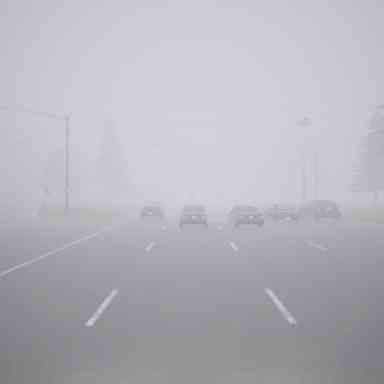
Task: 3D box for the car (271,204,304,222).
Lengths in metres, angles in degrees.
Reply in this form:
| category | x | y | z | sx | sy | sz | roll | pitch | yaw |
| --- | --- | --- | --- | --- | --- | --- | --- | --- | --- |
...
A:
| category | x | y | z | sx | sy | sz | roll | pitch | yaw |
| --- | --- | --- | --- | --- | --- | --- | --- | --- | --- |
| car | 7.102 | 1.643 | 26.774 | 1.895 | 1.301 | 4.718 | 0 | 0 | 0 |

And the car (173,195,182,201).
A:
| category | x | y | z | sx | sy | sz | roll | pitch | yaw |
| --- | --- | --- | --- | --- | --- | --- | --- | --- | --- |
| car | -3.495 | 1.500 | 81.937 | 2.033 | 1.411 | 5.357 | 0 | 0 | 0 |

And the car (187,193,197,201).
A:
| category | x | y | z | sx | sy | sz | roll | pitch | yaw |
| --- | --- | --- | --- | --- | --- | --- | --- | --- | --- |
| car | 0.005 | 1.331 | 72.381 | 2.150 | 2.045 | 5.566 | 0 | 0 | 0 |

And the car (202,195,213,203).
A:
| category | x | y | z | sx | sy | sz | roll | pitch | yaw |
| --- | --- | --- | --- | --- | --- | --- | --- | --- | --- |
| car | 3.505 | 1.632 | 72.767 | 1.812 | 1.442 | 4.674 | 0 | 0 | 0 |

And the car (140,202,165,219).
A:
| category | x | y | z | sx | sy | sz | roll | pitch | yaw |
| --- | --- | --- | --- | --- | --- | --- | --- | --- | --- |
| car | -3.398 | 1.571 | 29.298 | 1.812 | 1.442 | 4.674 | 0 | 0 | 0 |

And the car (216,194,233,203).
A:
| category | x | y | z | sx | sy | sz | roll | pitch | yaw |
| --- | --- | --- | --- | --- | --- | --- | --- | --- | --- |
| car | 7.005 | 1.644 | 71.933 | 2.033 | 1.411 | 5.357 | 0 | 0 | 0 |

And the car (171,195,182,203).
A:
| category | x | y | z | sx | sy | sz | roll | pitch | yaw |
| --- | --- | --- | --- | --- | --- | --- | --- | --- | --- |
| car | -3.495 | 1.584 | 72.351 | 1.882 | 1.535 | 5.008 | 0 | 0 | 0 |

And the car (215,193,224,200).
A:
| category | x | y | z | sx | sy | sz | roll | pitch | yaw |
| --- | --- | --- | --- | --- | --- | --- | --- | --- | --- |
| car | 7.005 | 1.185 | 81.967 | 2.150 | 2.045 | 5.566 | 0 | 0 | 0 |

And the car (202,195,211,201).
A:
| category | x | y | z | sx | sy | sz | roll | pitch | yaw |
| --- | --- | --- | --- | --- | --- | --- | --- | --- | --- |
| car | 3.505 | 1.485 | 81.937 | 2.128 | 1.511 | 4.902 | 0 | 0 | 0 |

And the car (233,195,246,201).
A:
| category | x | y | z | sx | sy | sz | roll | pitch | yaw |
| --- | --- | --- | --- | --- | --- | --- | --- | --- | --- |
| car | 10.505 | 1.704 | 73.213 | 1.895 | 1.301 | 4.718 | 0 | 0 | 0 |

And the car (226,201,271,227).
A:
| category | x | y | z | sx | sy | sz | roll | pitch | yaw |
| --- | --- | --- | --- | --- | --- | --- | --- | --- | --- |
| car | 3.602 | 1.583 | 22.765 | 2.033 | 1.411 | 5.357 | 0 | 0 | 0 |

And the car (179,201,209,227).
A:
| category | x | y | z | sx | sy | sz | roll | pitch | yaw |
| --- | --- | --- | --- | --- | --- | --- | --- | --- | --- |
| car | 0.102 | 1.583 | 22.766 | 2.033 | 1.411 | 5.357 | 0 | 0 | 0 |

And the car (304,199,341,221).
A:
| category | x | y | z | sx | sy | sz | roll | pitch | yaw |
| --- | --- | --- | --- | --- | --- | --- | --- | --- | --- |
| car | 10.601 | 1.396 | 27.912 | 2.097 | 1.767 | 4.553 | 0 | 0 | 0 |

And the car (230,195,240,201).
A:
| category | x | y | z | sx | sy | sz | roll | pitch | yaw |
| --- | --- | --- | --- | --- | --- | --- | --- | --- | --- |
| car | 10.505 | 1.484 | 81.937 | 1.812 | 1.442 | 4.674 | 0 | 0 | 0 |
